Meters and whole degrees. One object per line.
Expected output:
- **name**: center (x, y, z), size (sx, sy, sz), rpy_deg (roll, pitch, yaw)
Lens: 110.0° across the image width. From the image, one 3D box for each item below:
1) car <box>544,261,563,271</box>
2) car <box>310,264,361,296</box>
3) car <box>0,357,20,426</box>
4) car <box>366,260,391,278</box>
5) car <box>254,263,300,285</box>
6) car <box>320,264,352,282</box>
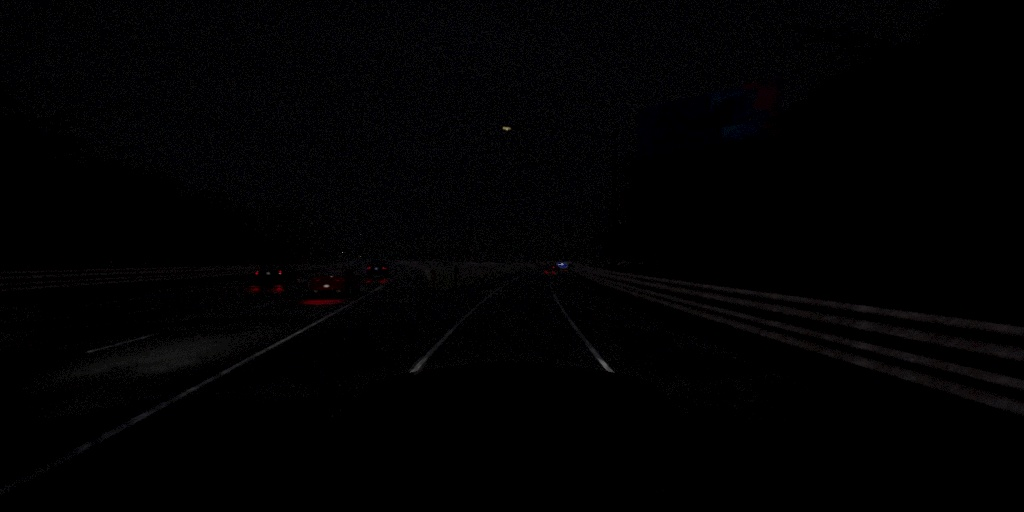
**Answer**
- **car**: center (6.724, 1.853, 59.792), size (1.895, 1.301, 4.718), rpy_deg (0, 0, 17)
- **car**: center (-10.150, 1.431, 20.957), size (1.882, 1.535, 5.008), rpy_deg (1, -1, -13)
- **car**: center (-5.788, 1.193, 1.717), size (2.128, 1.511, 4.902), rpy_deg (1, -1, -12)
- **car**: center (-15.216, 1.474, 41.018), size (2.150, 2.045, 5.566), rpy_deg (1, -1, -15)
- **car**: center (-19.476, 1.396, 29.961), size (2.097, 1.767, 4.553), rpy_deg (1, -1, -14)
- **car**: center (-17.268, 1.625, 35.447), size (1.882, 1.535, 5.008), rpy_deg (1, -1, -15)
